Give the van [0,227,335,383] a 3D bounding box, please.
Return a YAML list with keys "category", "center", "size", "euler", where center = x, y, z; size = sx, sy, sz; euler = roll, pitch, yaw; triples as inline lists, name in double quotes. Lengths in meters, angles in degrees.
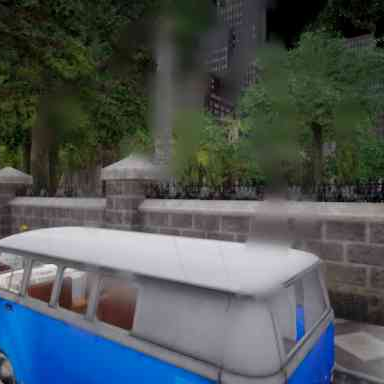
- category: "van"
  center: [-0.648, 1.340, 3.427]
  size: [3.998, 1.788, 1.690]
  euler: [0, 0, 36]
